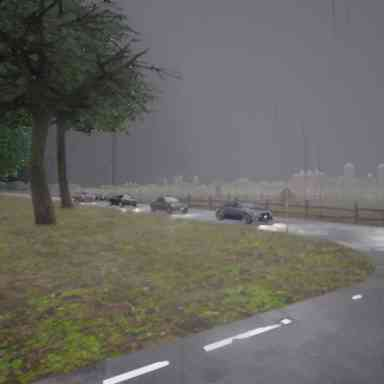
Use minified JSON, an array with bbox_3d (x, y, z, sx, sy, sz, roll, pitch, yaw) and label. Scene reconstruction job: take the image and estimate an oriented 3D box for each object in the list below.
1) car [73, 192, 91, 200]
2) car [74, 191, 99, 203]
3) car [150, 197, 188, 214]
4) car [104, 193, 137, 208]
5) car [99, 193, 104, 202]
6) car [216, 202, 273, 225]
[{"bbox_3d":[-20.043,0.706,60.468,1.994,1.385,4.181,-1,1,-36],"label":"car"},{"bbox_3d":[-16.262,0.657,50.337,2.097,1.767,4.553,-1,1,-36],"label":"car"},{"bbox_3d":[-2.217,1.167,30.743,1.812,1.442,4.674,-1,1,-36],"label":"car"},{"bbox_3d":[-8.165,0.969,38.987,1.882,1.535,5.008,-1,1,-36],"label":"car"},{"bbox_3d":[-14.227,0.867,52.397,1.895,1.301,4.718,-1,1,-36],"label":"car"},{"bbox_3d":[3.515,1.364,22.820,1.994,1.385,4.181,-1,1,-37],"label":"car"}]
